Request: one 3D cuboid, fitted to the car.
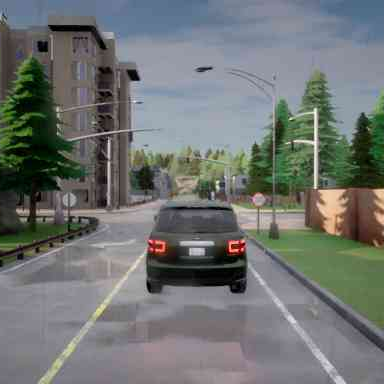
[{"bbox_3d":[0.098,1.221,8.979,2.150,2.045,5.566,0,0,0],"label":"car"}]
